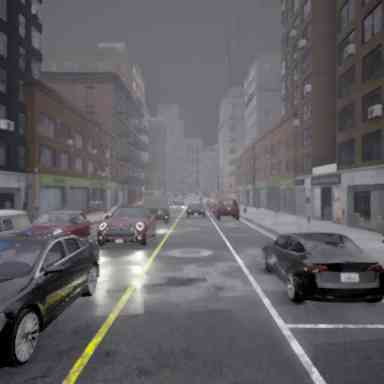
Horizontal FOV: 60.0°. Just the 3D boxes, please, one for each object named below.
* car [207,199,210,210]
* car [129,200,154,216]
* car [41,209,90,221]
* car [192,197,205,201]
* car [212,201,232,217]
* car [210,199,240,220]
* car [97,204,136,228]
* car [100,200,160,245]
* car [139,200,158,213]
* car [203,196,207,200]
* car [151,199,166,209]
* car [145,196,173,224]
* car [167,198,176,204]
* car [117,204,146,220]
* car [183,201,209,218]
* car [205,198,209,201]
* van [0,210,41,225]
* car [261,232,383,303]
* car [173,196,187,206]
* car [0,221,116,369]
[{"bbox_3d":[3.229,1.833,41.165,2.008,1.369,4.403,0,0,1],"label":"car"},{"bbox_3d":[-5.348,1.665,35.750,1.967,1.590,4.097,0,0,1],"label":"car"},{"bbox_3d":[-5.554,1.513,13.764,1.967,1.590,4.097,0,0,1],"label":"car"},{"bbox_3d":[0.531,1.847,46.560,1.812,1.442,4.674,0,0,1],"label":"car"},{"bbox_3d":[3.179,1.766,35.840,1.752,1.417,4.829,0,0,1],"label":"car"},{"bbox_3d":[3.125,1.514,30.174,2.192,1.841,5.009,0,0,1],"label":"car"},{"bbox_3d":[-5.452,1.670,24.586,1.752,1.417,4.829,0,0,1],"label":"car"},{"bbox_3d":[-2.950,1.443,15.891,2.097,1.767,4.553,0,0,1],"label":"car"},{"bbox_3d":[-5.297,1.792,41.075,1.752,1.417,4.829,0,0,1],"label":"car"},{"bbox_3d":[3.383,1.859,57.655,1.967,1.590,4.097,-1,0,1],"label":"car"},{"bbox_3d":[-5.192,1.902,52.238,1.887,1.381,4.507,0,0,1],"label":"car"},{"bbox_3d":[-2.831,1.383,26.326,2.150,2.045,5.566,0,0,-2],"label":"car"},{"bbox_3d":[-4.934,2.168,79.720,1.947,1.339,4.313,-1,-1,1],"label":"car"},{"bbox_3d":[-5.398,1.766,30.252,1.802,1.307,4.206,0,0,1],"label":"car"},{"bbox_3d":[0.406,1.819,33.358,1.895,1.301,4.718,0,0,1],"label":"car"},{"bbox_3d":[3.281,1.871,46.662,1.887,1.381,4.507,0,0,1],"label":"car"},{"bbox_3d":[-5.606,1.380,8.268,1.690,1.788,3.998,0,0,1],"label":"van"},{"bbox_3d":[2.920,1.620,8.187,1.947,1.339,4.313,0,0,1],"label":"car"},{"bbox_3d":[-2.428,1.966,64.232,1.837,1.490,4.892,0,0,1],"label":"car"},{"bbox_3d":[-3.054,1.521,5.885,2.128,1.511,4.902,0,0,0],"label":"car"}]
